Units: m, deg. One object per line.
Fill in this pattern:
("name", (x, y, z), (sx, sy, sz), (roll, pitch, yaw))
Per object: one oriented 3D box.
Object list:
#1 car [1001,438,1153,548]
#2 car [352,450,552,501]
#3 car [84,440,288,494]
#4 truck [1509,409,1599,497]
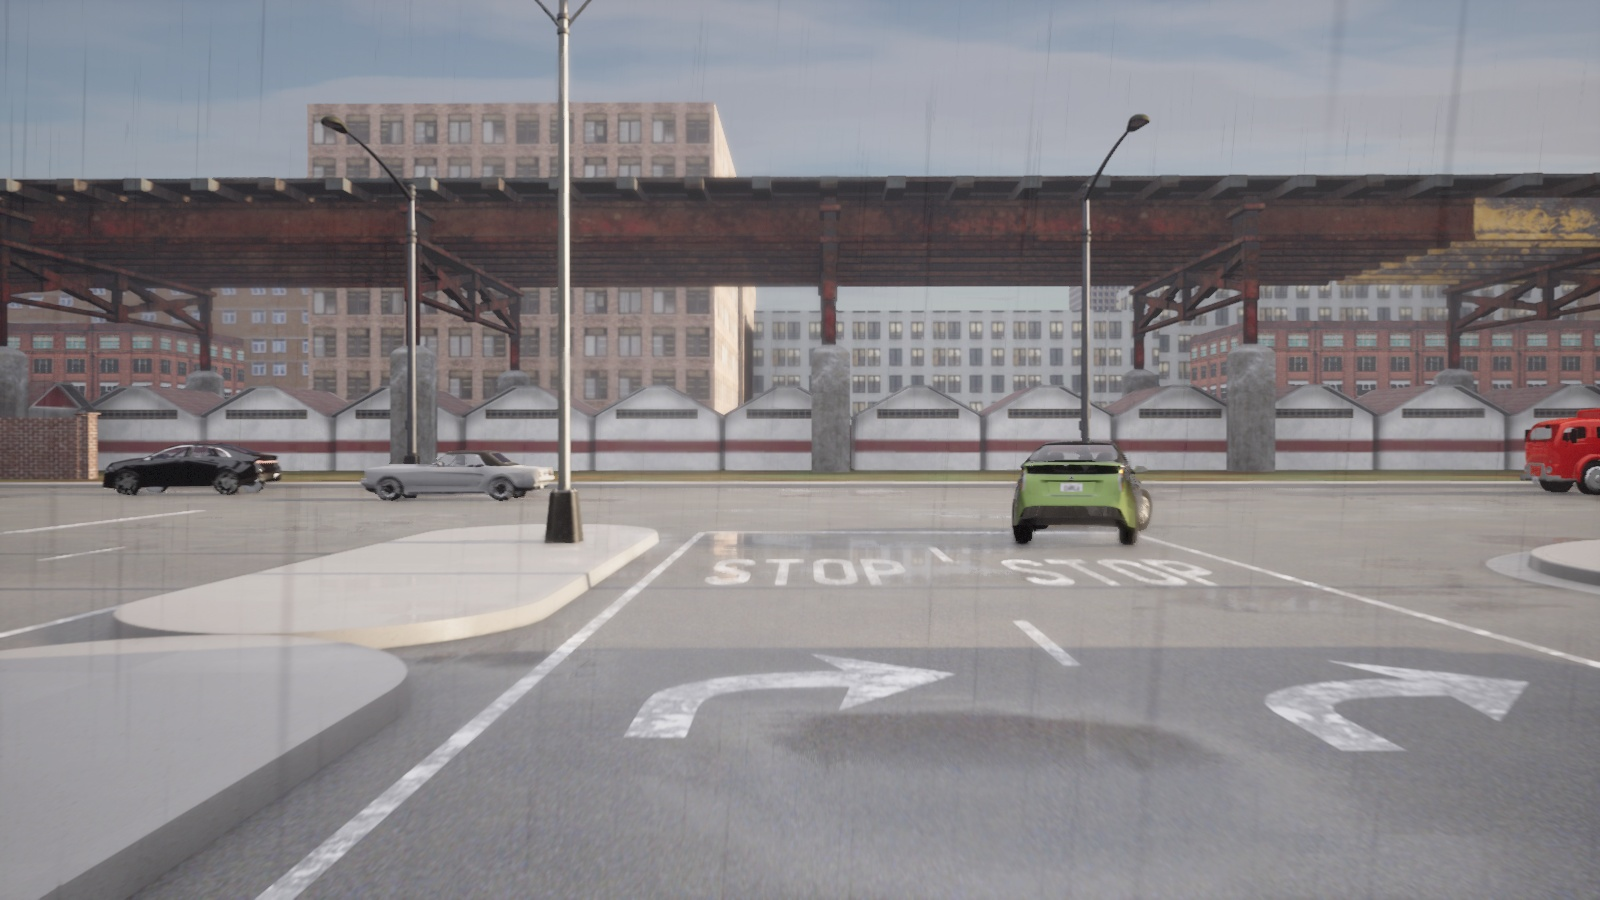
("car", (4.502, 0.585, 19.918), (2.007, 1.525, 4.514), (0, 0, 17))
("car", (-9.072, 0.653, 33.023), (4.718, 1.301, 1.895), (0, 0, 1))
("car", (-17.808, 0.482, 36.606), (4.902, 1.511, 2.128), (0, 0, 1))
("truck", (23.785, 0.075, 36.207), (5.204, 2.467, 2.627), (0, 0, 1))
